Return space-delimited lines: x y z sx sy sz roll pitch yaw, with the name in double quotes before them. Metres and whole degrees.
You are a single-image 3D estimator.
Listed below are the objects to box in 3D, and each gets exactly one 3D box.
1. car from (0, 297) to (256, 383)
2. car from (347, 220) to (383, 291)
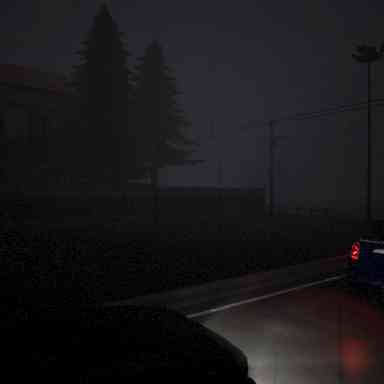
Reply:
"car" -2.001 1.547 2.299 5.357 1.411 2.033 0 0 -36
"car" 5.698 1.351 7.818 4.553 1.767 2.097 0 0 -35
